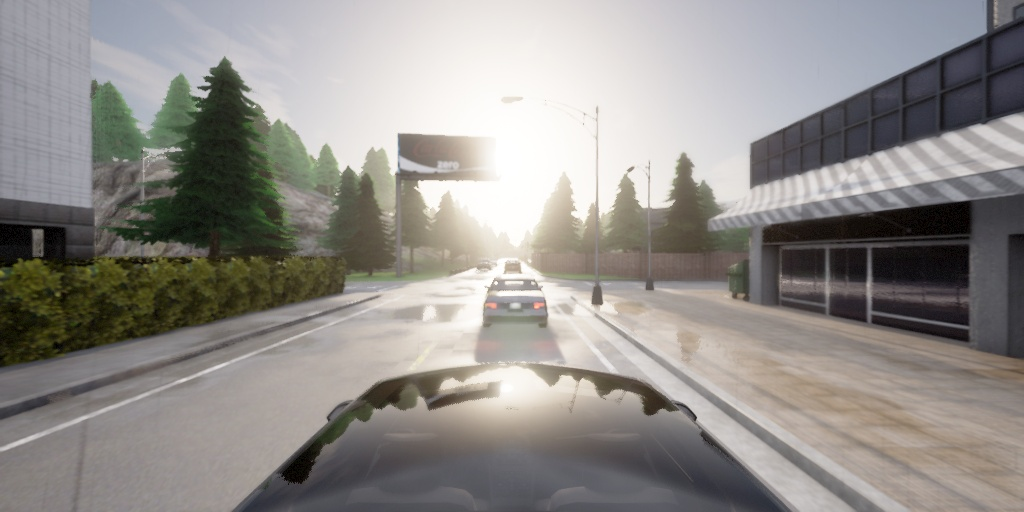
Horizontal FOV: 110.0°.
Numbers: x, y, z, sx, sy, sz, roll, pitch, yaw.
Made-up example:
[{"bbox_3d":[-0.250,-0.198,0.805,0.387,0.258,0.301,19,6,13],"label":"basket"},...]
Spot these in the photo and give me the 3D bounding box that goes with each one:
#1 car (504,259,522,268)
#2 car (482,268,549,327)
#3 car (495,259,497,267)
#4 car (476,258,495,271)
[{"bbox_3d":[0.093,1.109,41.037,1.882,1.535,5.008,0,0,0],"label":"car"},{"bbox_3d":[0.061,1.268,11.326,2.033,1.411,5.357,0,0,-1],"label":"car"},{"bbox_3d":[-3.547,1.091,62.925,1.812,1.442,4.674,0,0,0],"label":"car"},{"bbox_3d":[-3.591,1.117,47.095,1.837,1.490,4.892,0,0,0],"label":"car"}]
